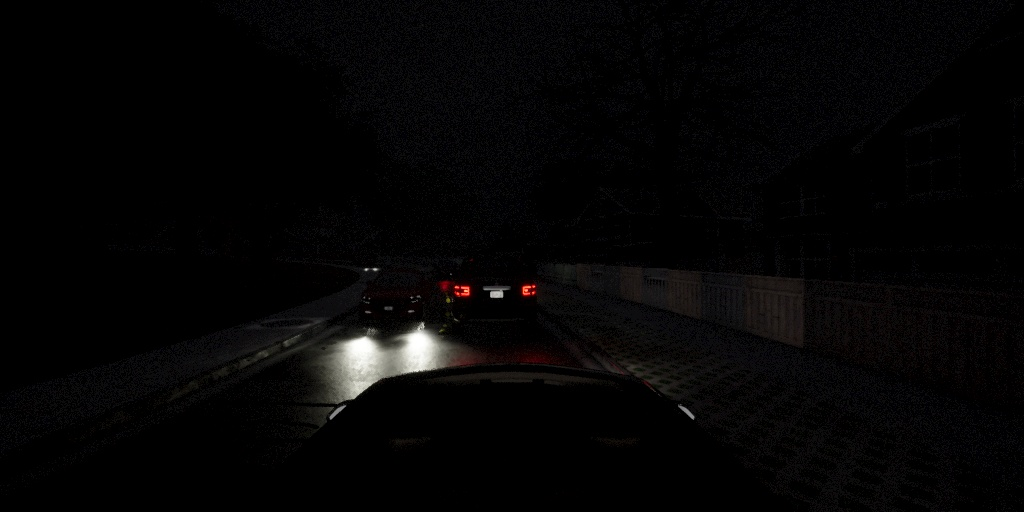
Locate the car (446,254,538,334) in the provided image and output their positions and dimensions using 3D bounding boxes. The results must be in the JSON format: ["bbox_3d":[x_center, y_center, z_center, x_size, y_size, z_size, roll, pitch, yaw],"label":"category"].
[{"bbox_3d":[-0.658,0.972,10.867,2.150,2.045,5.566,0,0,-7],"label":"car"}]

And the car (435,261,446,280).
[{"bbox_3d":[-5.498,1.170,29.957,2.128,1.511,4.902,0,0,-20],"label":"car"}]

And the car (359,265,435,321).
[{"bbox_3d":[-3.939,1.221,12.732,1.882,1.535,5.008,0,0,-9],"label":"car"}]

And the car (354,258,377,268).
[{"bbox_3d":[-21.229,0.926,51.703,2.033,1.411,5.357,1,1,-40],"label":"car"}]
